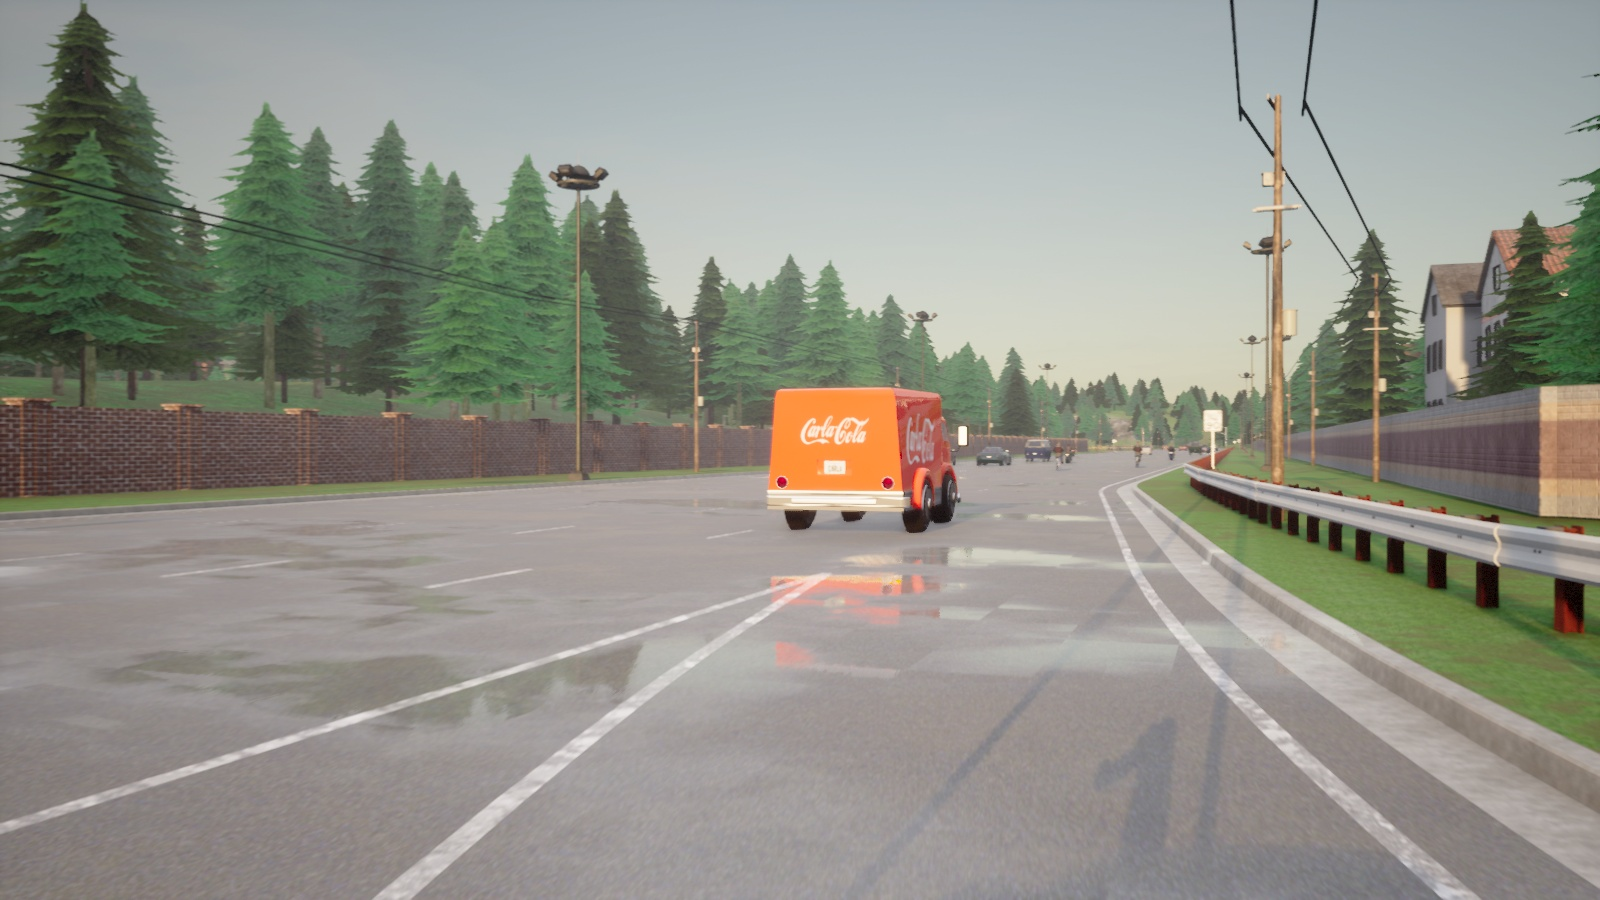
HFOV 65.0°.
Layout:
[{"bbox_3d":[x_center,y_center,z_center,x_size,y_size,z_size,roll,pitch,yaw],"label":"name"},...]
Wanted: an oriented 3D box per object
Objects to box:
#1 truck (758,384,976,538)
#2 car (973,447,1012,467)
[{"bbox_3d":[1.398,0.173,23.013,2.627,2.467,5.204,0,0,19],"label":"truck"},{"bbox_3d":[13.920,0.480,90.591,1.994,1.385,4.181,0,0,19],"label":"car"}]
